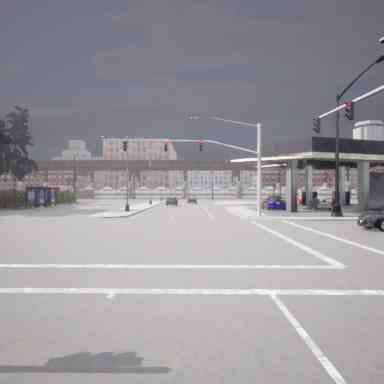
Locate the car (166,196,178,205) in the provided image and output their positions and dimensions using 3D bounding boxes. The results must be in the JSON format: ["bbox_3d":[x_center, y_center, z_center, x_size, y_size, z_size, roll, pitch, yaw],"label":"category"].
[{"bbox_3d":[-3.380,1.491,56.926,2.128,1.511,4.902,0,0,0],"label":"car"}]

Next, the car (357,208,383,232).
[{"bbox_3d":[12.297,1.505,19.528,4.892,1.490,1.837,0,0,-1],"label":"car"}]

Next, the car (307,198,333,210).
[{"bbox_3d":[15.469,1.456,40.452,1.970,1.475,3.806,0,0,0],"label":"car"}]

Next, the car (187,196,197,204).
[{"bbox_3d":[0.022,1.547,64.370,2.033,1.411,5.357,0,0,0],"label":"car"}]

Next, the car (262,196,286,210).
[{"bbox_3d":[9.724,1.295,39.691,2.242,1.667,4.611,0,0,0],"label":"car"}]
